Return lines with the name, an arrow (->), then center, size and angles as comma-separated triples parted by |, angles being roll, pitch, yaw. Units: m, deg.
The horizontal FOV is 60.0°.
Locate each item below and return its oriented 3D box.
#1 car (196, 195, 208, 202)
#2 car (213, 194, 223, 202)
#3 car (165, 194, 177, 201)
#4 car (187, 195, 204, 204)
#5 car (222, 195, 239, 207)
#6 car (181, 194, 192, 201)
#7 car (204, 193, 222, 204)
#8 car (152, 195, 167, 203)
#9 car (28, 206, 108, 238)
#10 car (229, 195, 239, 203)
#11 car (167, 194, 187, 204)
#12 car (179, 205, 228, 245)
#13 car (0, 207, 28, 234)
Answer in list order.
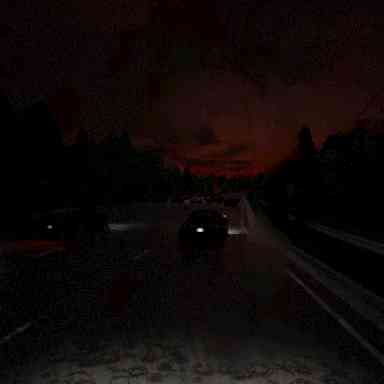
car -> 2.260, 1.315, 73.484 | 2.033, 1.411, 5.357 | 0, 0, 9
car -> 5.720, 1.280, 72.957 | 1.837, 1.490, 4.892 | 0, 0, 9
car -> -4.660, 1.265, 74.538 | 1.837, 1.490, 4.892 | 0, 0, 9
car -> 0.753, 1.474, 63.595 | 1.812, 1.442, 4.674 | 0, 0, 9
car -> 5.978, 1.444, 50.745 | 1.882, 1.535, 5.008 | 0, 0, 9
car -> -1.200, 1.294, 74.011 | 1.812, 1.442, 4.674 | 0, 0, 9
car -> 4.156, 1.175, 62.686 | 2.150, 2.045, 5.566 | 0, 0, 9
car -> -6.171, 1.290, 64.619 | 2.097, 1.767, 4.553 | 0, 0, 9
car -> -6.139, 1.455, 17.688 | 1.882, 1.535, 5.008 | 0, 0, 9
car -> 9.001, 1.479, 71.254 | 2.128, 1.511, 4.902 | 0, 0, 9
car -> -2.769, 1.435, 63.710 | 2.128, 1.511, 4.902 | 0, 0, 9
car -> 0.645, 1.552, 15.735 | 1.994, 1.385, 4.181 | 0, 0, 9
car -> -9.843, 1.478, 16.603 | 1.837, 1.490, 4.892 | 0, 0, 9
